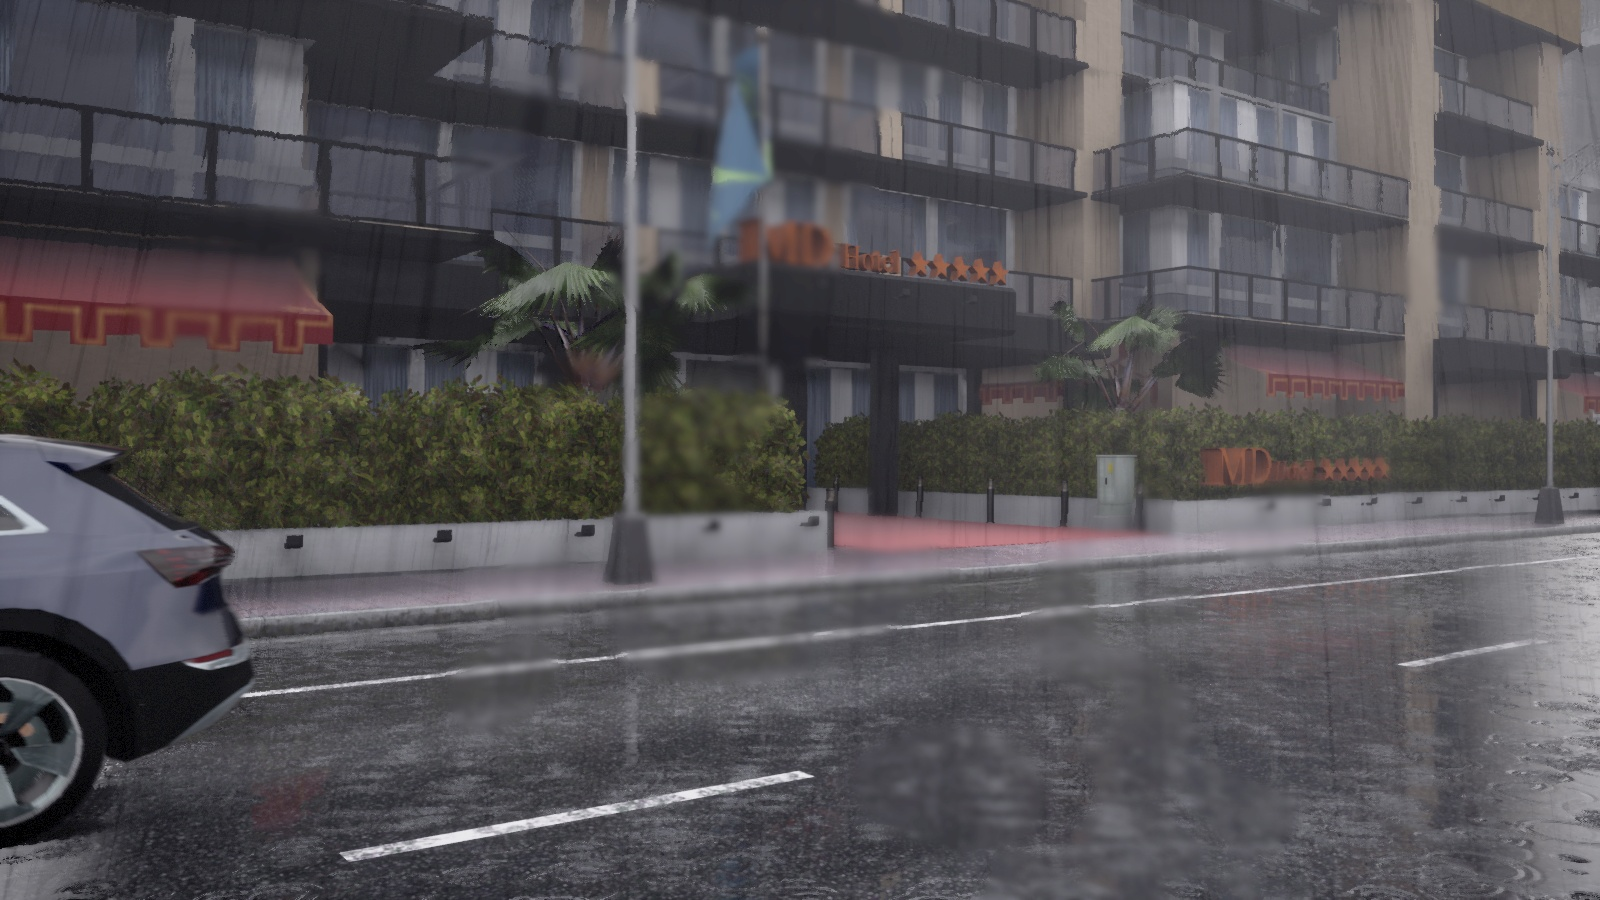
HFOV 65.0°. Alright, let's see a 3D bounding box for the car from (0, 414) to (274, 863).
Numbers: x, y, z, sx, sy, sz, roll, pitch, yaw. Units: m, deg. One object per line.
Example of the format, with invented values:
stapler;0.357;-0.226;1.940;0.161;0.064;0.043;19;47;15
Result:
car;-4.733;0.696;4.585;4.856;1.649;2.033;0;0;-36
